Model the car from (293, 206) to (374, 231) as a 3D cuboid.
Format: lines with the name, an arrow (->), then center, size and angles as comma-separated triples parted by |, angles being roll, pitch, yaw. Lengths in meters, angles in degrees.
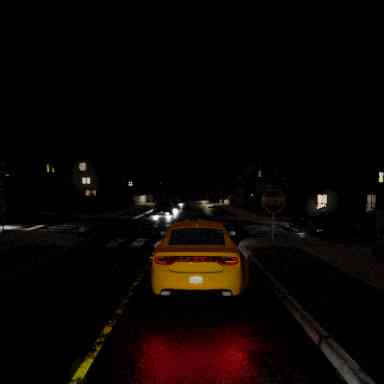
car -> 9.280, 1.661, 22.015 | 5.008, 1.535, 1.882 | 1, 1, 2

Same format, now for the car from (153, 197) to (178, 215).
car -> -2.873, 1.539, 34.429 | 2.033, 1.411, 5.357 | 0, 0, 0

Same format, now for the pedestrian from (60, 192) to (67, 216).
pedestrian -> -9.695, 0.862, 25.144 | 0.375, 1.860, 0.375 | 0, 0, 1

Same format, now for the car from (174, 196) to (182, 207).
car -> -2.864, 1.477, 46.651 | 2.128, 1.511, 4.902 | 0, 0, 0

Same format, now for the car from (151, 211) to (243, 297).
car -> 0.148, 1.475, 8.634 | 1.882, 1.535, 5.008 | 0, 0, 2
